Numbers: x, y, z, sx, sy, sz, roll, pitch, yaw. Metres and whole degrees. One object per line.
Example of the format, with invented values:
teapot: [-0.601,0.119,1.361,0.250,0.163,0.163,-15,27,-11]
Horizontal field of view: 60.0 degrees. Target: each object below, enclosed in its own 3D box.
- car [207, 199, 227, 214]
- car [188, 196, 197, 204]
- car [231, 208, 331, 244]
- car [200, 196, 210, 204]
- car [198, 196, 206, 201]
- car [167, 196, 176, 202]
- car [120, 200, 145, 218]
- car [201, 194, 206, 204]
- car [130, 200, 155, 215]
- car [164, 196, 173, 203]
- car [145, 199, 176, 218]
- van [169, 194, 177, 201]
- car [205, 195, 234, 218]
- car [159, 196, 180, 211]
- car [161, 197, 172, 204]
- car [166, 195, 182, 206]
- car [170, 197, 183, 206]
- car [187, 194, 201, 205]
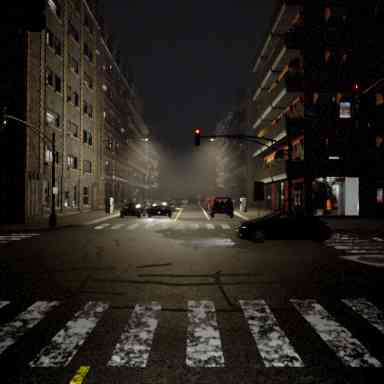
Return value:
car: [2.623,1.540,35.894,1.752,1.417,4.829,1,0,0]
car: [0.153,1.601,70.349,1.882,1.535,5.008,0,0,0]
car: [4.110,1.589,15.322,4.181,1.385,1.994,0,-1,0]
car: [2.659,1.557,69.087,1.967,1.590,4.097,1,0,0]
car: [2.683,1.814,91.338,1.947,1.339,4.313,1,0,0]
car: [-5.203,1.765,85.752,2.008,1.369,4.403,1,0,0]
car: [-5.264,1.577,30.128,1.947,1.339,4.313,1,0,0]
car: [2.632,1.336,41.289,2.192,1.841,5.009,1,0,0]
car: [-5.257,1.581,35.689,1.947,1.339,4.313,1,0,0]
car: [-5.215,1.671,74.453,1.752,1.417,4.829,1,0,0]
car: [-2.805,1.575,30.393,1.994,1.385,4.181,0,0,0]
van: [-5.193,1.589,91.317,1.690,1.788,3.998,1,0,0]
car: [2.621,1.327,30.165,2.192,1.841,5.009,1,0,0]
car: [-2.786,1.523,39.273,1.837,1.490,4.892,0,0,0]
car: [-5.222,1.667,69.061,2.008,1.369,4.403,1,0,0]
car: [-2.721,1.601,49.207,1.994,1.385,4.181,0,0,1]
car: [-2.680,1.619,59.568,2.033,1.411,5.357,0,0,0]
car: [0.175,1.550,59.909,1.882,1.535,5.008,0,0,0]
